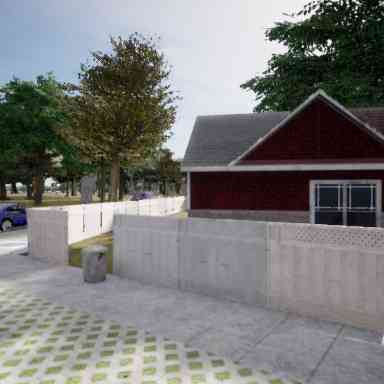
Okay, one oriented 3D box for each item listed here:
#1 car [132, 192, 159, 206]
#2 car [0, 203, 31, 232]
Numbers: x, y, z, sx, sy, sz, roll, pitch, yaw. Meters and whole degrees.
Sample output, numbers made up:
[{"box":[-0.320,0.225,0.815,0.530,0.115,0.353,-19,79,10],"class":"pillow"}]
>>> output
[{"box":[-5.848,1.013,42.719,2.150,2.045,5.566,0,0,12],"class":"car"},{"box":[-10.733,1.406,19.814,1.882,1.535,5.008,0,0,12],"class":"car"}]
